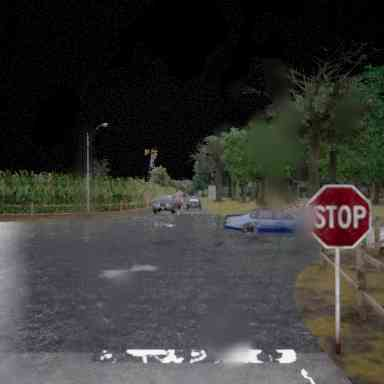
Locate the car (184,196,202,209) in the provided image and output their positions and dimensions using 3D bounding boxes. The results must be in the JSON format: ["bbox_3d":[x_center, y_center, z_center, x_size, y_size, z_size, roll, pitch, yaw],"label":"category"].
[{"bbox_3d":[0.276,1.551,45.525,1.812,1.442,4.674,0,0,1],"label":"car"}]

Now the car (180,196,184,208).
[{"bbox_3d":[-2.628,1.246,47.170,2.150,2.045,5.566,0,0,1],"label":"car"}]

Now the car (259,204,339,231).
[{"bbox_3d":[7.225,1.670,22.762,5.008,1.535,1.882,1,0,18],"label":"car"}]

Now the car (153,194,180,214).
[{"bbox_3d":[-2.808,1.239,35.678,2.150,2.045,5.566,0,0,2],"label":"car"}]

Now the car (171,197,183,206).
[{"bbox_3d":[-2.506,1.561,58.322,1.812,1.442,4.674,0,0,1],"label":"car"}]

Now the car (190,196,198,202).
[{"bbox_3d":[0.429,1.618,80.379,1.994,1.385,4.181,0,0,0],"label":"car"}]

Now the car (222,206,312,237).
[{"bbox_3d":[4.304,1.588,17.791,5.357,1.411,2.033,1,-1,0],"label":"car"}]

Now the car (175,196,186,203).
[{"bbox_3d":[-2.396,1.595,69.335,2.033,1.411,5.357,0,0,0],"label":"car"}]
